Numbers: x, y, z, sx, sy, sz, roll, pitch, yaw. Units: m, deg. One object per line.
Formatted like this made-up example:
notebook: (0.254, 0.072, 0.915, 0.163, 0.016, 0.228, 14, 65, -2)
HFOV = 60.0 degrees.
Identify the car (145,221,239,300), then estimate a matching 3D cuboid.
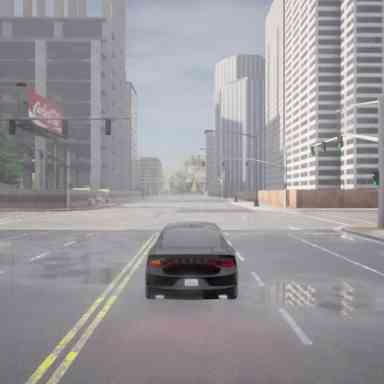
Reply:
car: (-0.003, 1.479, 8.462, 1.882, 1.535, 5.008, 0, 0, 0)
